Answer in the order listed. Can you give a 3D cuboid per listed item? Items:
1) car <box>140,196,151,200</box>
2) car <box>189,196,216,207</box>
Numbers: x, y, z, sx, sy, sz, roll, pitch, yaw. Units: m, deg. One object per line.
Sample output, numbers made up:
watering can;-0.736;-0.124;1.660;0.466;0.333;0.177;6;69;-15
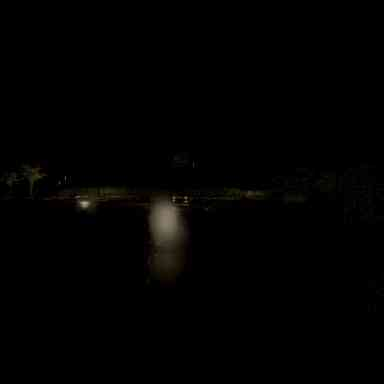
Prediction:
car;-7.555;0.948;57.889;1.994;1.385;4.181;2;-1;-36
car;1.370;1.308;45.332;1.812;1.442;4.674;2;-1;-36
